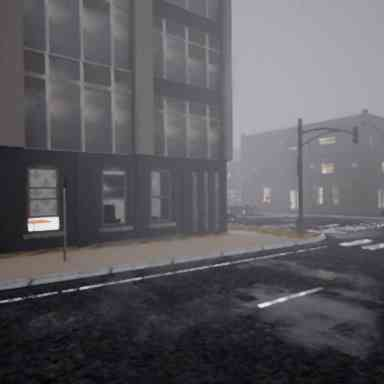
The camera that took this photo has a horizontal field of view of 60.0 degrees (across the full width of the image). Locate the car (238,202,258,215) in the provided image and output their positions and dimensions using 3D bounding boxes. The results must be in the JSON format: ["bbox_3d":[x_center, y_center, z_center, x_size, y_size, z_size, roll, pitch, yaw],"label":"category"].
[{"bbox_3d":[5.607,1.839,38.345,2.008,1.369,4.403,-2,0,-37],"label":"car"}]

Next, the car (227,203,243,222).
[{"bbox_3d":[1.977,1.880,28.754,1.947,1.339,4.313,-2,0,-37],"label":"car"}]
